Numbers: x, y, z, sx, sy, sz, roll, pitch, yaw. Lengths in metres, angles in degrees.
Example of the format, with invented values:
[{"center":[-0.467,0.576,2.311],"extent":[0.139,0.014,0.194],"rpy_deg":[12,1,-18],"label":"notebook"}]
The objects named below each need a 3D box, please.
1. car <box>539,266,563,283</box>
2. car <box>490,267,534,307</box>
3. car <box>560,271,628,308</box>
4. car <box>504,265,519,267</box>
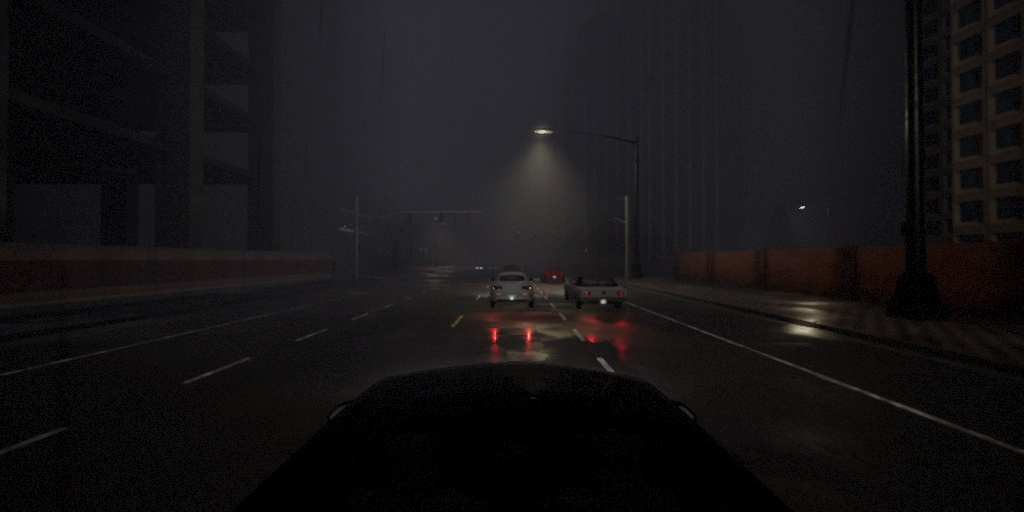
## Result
[{"center":[3.515,1.549,31.298],"extent":[1.812,1.442,4.674],"rpy_deg":[0,0,2],"label":"car"},{"center":[0.004,1.410,16.245],"extent":[1.812,1.442,4.674],"rpy_deg":[0,0,0],"label":"car"},{"center":[3.501,1.482,15.958],"extent":[1.895,1.301,4.718],"rpy_deg":[0,0,0],"label":"car"},{"center":[-0.044,1.529,31.175],"extent":[1.837,1.490,4.892],"rpy_deg":[0,0,-1],"label":"car"}]
